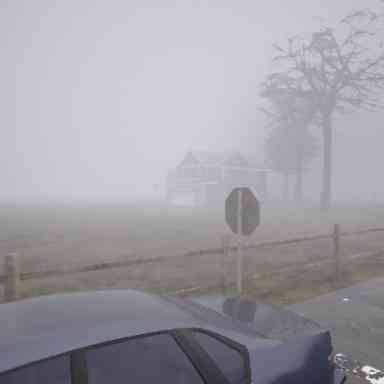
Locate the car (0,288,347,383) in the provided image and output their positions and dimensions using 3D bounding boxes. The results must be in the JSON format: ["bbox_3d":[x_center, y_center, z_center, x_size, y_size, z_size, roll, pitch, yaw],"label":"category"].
[{"bbox_3d":[-1.113,1.555,2.282,5.357,1.411,2.033,0,0,-35],"label":"car"}]
